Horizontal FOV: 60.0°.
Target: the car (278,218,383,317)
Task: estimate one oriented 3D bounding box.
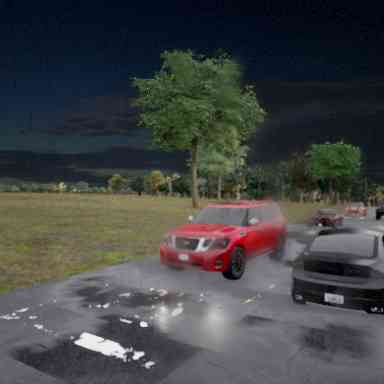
[{"bbox_3d":[3.698,1.595,7.707,1.837,1.490,4.892,0,-1,32],"label":"car"}]

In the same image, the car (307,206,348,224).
[{"bbox_3d":[9.762,1.932,24.189,1.895,1.301,4.718,0,-1,32],"label":"car"}]

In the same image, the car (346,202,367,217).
[{"bbox_3d":[19.408,1.998,39.435,2.097,1.767,4.553,0,-1,32],"label":"car"}]

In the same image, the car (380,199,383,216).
[{"bbox_3d":[25.303,1.880,42.254,2.150,2.045,5.566,0,-1,32],"label":"car"}]

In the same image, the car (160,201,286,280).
[{"bbox_3d":[1.339,1.342,10.863,2.150,2.045,5.566,0,-1,34],"label":"car"}]

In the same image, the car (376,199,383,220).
[{"bbox_3d":[19.626,1.710,33.094,2.150,2.045,5.566,0,-1,32],"label":"car"}]
